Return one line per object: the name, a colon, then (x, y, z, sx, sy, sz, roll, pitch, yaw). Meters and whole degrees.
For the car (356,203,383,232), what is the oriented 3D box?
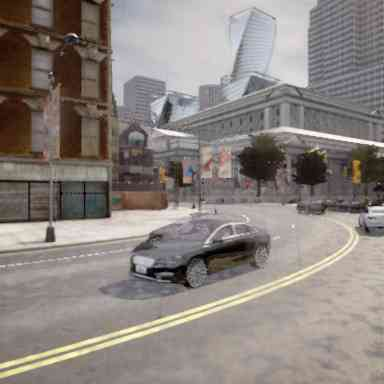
car: (11.511, 1.619, 20.536, 1.812, 1.442, 4.674, 0, 0, 21)

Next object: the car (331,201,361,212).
car: (20.163, 1.793, 42.284, 1.895, 1.301, 4.718, 0, 0, -5)

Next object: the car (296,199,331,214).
car: (13.707, 1.682, 38.690, 2.128, 1.511, 4.902, 0, 0, -3)

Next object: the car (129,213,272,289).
car: (0.478, 1.545, 9.559, 2.128, 1.511, 4.902, 0, 0, 43)
